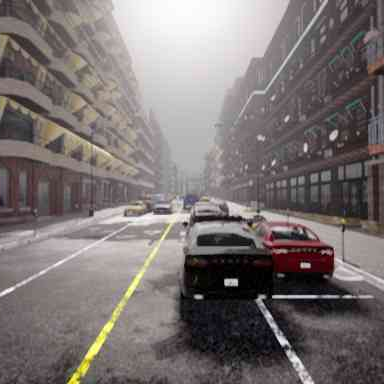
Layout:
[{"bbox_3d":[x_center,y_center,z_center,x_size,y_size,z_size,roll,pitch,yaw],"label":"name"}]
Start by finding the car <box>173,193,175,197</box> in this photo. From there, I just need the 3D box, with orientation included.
[{"bbox_3d":[-5.418,1.268,70.632,2.192,1.841,5.009,1,0,0],"label":"car"}]

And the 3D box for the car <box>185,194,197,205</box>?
[{"bbox_3d":[-0.107,1.296,59.928,2.097,1.767,4.553,0,0,0],"label":"car"}]

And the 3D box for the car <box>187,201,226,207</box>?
[{"bbox_3d":[0.792,1.469,18.415,1.837,1.490,4.892,0,0,0],"label":"car"}]

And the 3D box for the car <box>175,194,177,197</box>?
[{"bbox_3d":[-5.444,1.534,81.695,1.947,1.339,4.313,1,0,0],"label":"car"}]

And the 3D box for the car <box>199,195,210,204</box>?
[{"bbox_3d":[2.477,1.388,65.056,1.967,1.590,4.097,1,0,0],"label":"car"}]

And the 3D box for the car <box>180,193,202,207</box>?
[{"bbox_3d":[-0.078,1.161,45.237,2.150,2.045,5.566,0,0,0],"label":"car"}]

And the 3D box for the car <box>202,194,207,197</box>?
[{"bbox_3d":[2.487,1.485,53.994,1.887,1.381,4.507,1,0,0],"label":"car"}]

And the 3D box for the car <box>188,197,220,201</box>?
[{"bbox_3d":[0.781,1.411,24.608,1.801,1.575,5.366,0,0,0],"label":"car"}]

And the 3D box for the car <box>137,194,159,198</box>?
[{"bbox_3d":[-5.357,1.259,37.451,2.192,1.841,5.009,2,0,0],"label":"car"}]

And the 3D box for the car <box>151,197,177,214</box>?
[{"bbox_3d":[-2.910,1.494,34.442,2.033,1.411,5.357,0,0,0],"label":"car"}]

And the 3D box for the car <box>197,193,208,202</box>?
[{"bbox_3d":[2.418,1.274,76.118,2.192,1.841,5.009,1,0,0],"label":"car"}]

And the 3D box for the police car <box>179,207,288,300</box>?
[{"bbox_3d":[0.699,1.406,8.521,1.930,1.638,5.238,0,0,0],"label":"police car"}]

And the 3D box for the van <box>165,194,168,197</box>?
[{"bbox_3d":[-5.388,1.282,54.042,1.690,1.788,3.998,1,0,0],"label":"van"}]

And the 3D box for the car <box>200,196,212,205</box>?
[{"bbox_3d":[2.477,1.488,59.524,1.887,1.381,4.507,1,0,0],"label":"car"}]

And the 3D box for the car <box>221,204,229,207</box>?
[{"bbox_3d":[2.558,1.493,15.450,1.752,1.417,4.829,1,0,0],"label":"car"}]

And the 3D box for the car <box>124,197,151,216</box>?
[{"bbox_3d":[-5.352,1.474,31.749,1.752,1.417,4.829,2,0,0],"label":"car"}]

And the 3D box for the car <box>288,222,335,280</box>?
[{"bbox_3d":[2.568,1.523,9.748,1.887,1.381,4.507,1,0,0],"label":"car"}]

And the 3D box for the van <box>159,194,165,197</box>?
[{"bbox_3d":[-5.378,1.280,48.509,1.690,1.788,3.998,2,0,0],"label":"van"}]

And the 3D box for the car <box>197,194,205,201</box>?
[{"bbox_3d":[2.394,1.418,87.181,1.967,1.590,4.097,1,0,0],"label":"car"}]

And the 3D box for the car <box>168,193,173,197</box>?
[{"bbox_3d":[-5.408,1.263,65.102,2.192,1.841,5.009,1,0,0],"label":"car"}]
